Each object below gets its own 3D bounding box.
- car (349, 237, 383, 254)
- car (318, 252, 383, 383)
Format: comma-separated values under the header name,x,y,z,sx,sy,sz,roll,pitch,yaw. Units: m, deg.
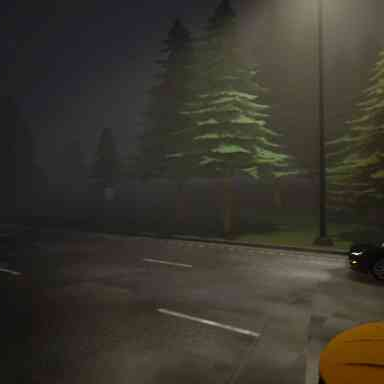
name,x,y,z,sx,sy,sz,roll,pitch,yaw
car,6.444,1.497,7.994,4.892,1.490,1.837,-1,-1,36
car,3.255,1.459,1.669,5.008,1.535,1.882,-1,0,36
